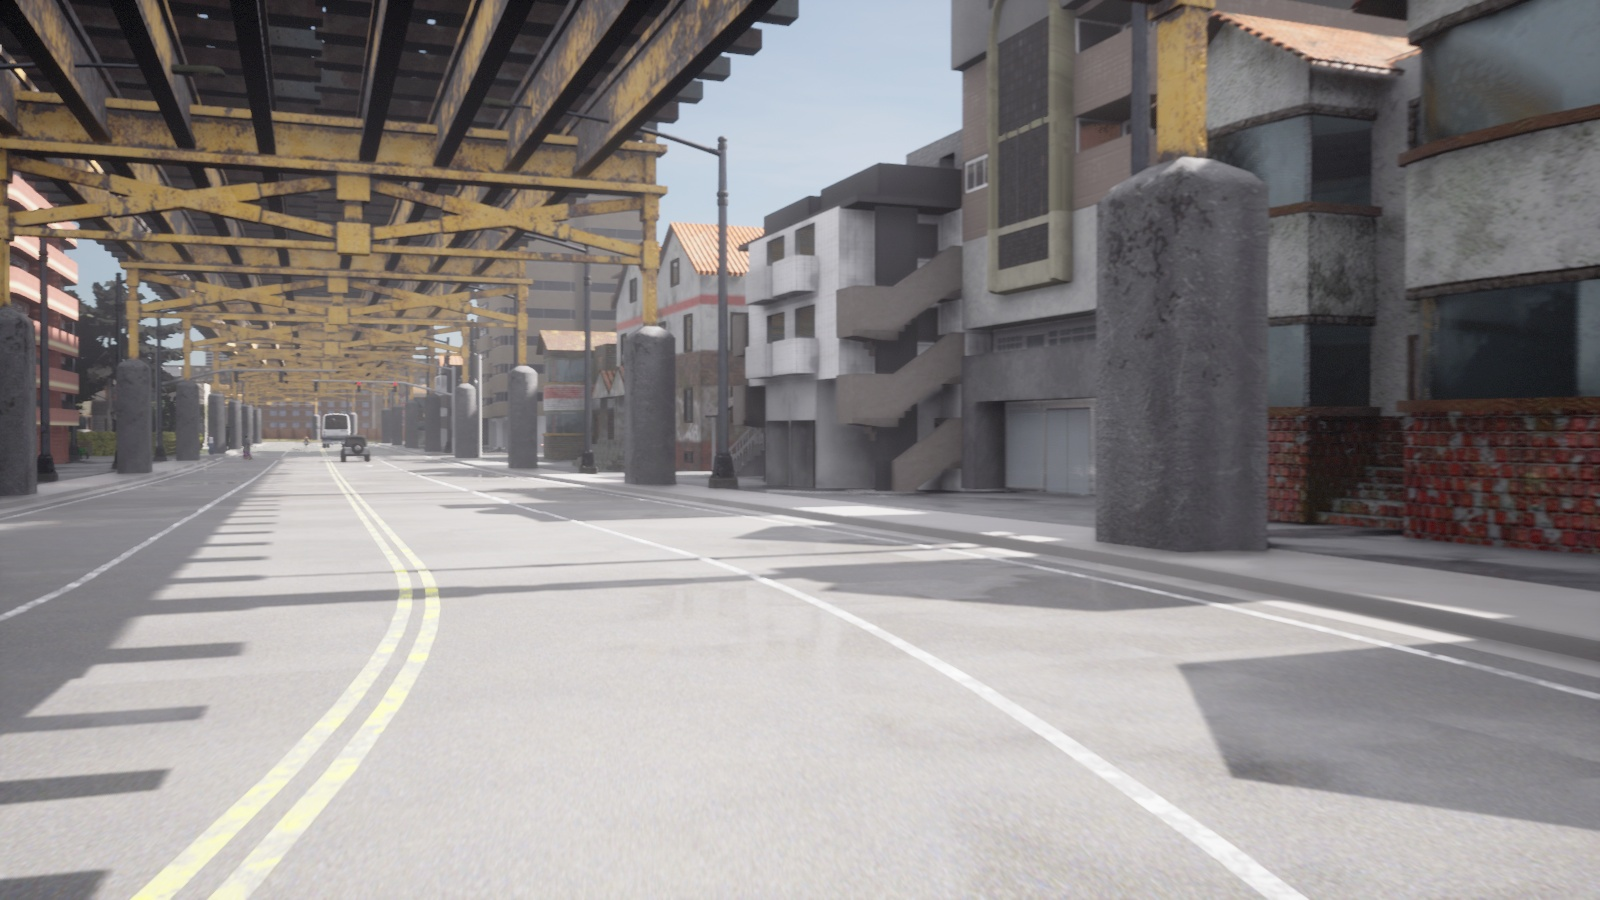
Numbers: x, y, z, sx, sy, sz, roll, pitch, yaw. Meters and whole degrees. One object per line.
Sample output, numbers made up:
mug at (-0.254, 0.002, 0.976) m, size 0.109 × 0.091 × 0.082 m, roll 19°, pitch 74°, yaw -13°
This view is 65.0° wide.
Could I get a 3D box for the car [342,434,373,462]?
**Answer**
car at (-31.015, -0.170, 87.951) m, size 1.905 × 1.878 × 3.866 m, roll 0°, pitch 1°, yaw -21°
